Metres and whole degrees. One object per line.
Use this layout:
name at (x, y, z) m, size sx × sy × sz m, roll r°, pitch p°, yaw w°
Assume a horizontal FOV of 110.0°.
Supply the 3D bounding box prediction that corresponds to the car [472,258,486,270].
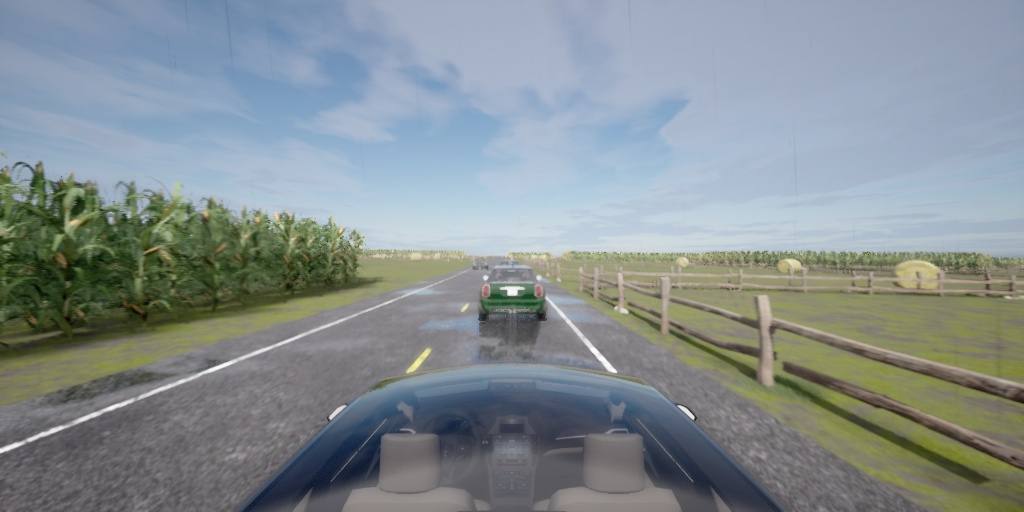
car at (-4.340, 1.050, 50.051) m, size 2.097 × 1.767 × 4.553 m, roll 0°, pitch 0°, yaw -1°

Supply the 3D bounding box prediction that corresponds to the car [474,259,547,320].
car at (0.014, 1.097, 12.719) m, size 2.097 × 1.767 × 4.553 m, roll 0°, pitch 0°, yaw 0°
